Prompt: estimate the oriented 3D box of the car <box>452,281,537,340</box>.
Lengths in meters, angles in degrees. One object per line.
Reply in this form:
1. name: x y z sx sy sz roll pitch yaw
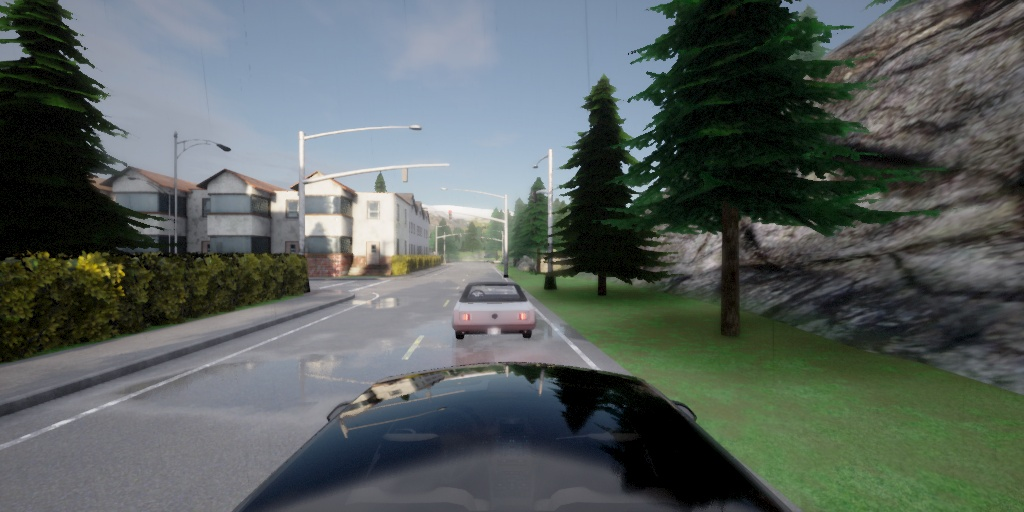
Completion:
1. car: -0.539 1.351 10.019 1.895 1.301 4.718 0 0 -4
